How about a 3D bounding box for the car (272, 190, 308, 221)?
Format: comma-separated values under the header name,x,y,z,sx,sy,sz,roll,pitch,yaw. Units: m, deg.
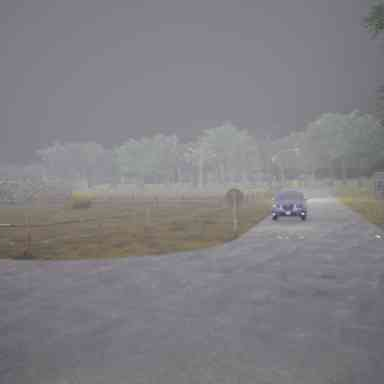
name,x,y,z,sx,sy,sz,roll,pitch,yaw
car,7.056,0.912,23.844,2.150,2.045,5.566,-3,1,20
